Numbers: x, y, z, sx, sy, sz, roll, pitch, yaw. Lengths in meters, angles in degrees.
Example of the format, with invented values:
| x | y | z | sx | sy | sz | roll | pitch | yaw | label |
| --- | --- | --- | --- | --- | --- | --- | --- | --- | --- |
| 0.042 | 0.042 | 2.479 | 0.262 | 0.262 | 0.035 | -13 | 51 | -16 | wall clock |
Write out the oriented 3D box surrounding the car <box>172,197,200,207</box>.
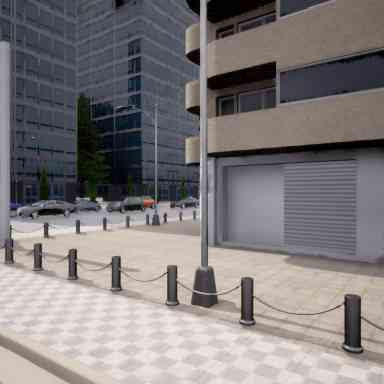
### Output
| x | y | z | sx | sy | sz | roll | pitch | yaw | label |
| --- | --- | --- | --- | --- | --- | --- | --- | --- | --- |
| -0.802 | 1.470 | 50.370 | 1.812 | 1.442 | 4.674 | 0 | 0 | 36 | car |

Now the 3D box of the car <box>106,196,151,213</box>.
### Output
| x | y | z | sx | sy | sz | roll | pitch | yaw | label |
| --- | --- | --- | --- | --- | --- | --- | --- | --- | --- |
| -7.034 | 1.297 | 35.796 | 2.097 | 1.767 | 4.553 | 0 | 0 | 36 | car |

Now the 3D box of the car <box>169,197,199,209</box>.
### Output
| x | y | z | sx | sy | sz | roll | pitch | yaw | label |
| --- | --- | --- | --- | --- | --- | --- | --- | --- | --- |
| -0.962 | 1.449 | 44.194 | 1.837 | 1.490 | 4.892 | 0 | 0 | 36 | car |

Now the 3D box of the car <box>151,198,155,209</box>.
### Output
| x | y | z | sx | sy | sz | roll | pitch | yaw | label |
| --- | --- | --- | --- | --- | --- | --- | --- | --- | --- |
| -6.767 | 1.297 | 42.140 | 2.097 | 1.767 | 4.553 | 0 | 0 | 36 | car |

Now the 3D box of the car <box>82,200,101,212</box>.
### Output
| x | y | z | sx | sy | sz | roll | pitch | yaw | label |
| --- | --- | --- | --- | --- | --- | --- | --- | --- | --- |
| -11.709 | 1.508 | 35.291 | 1.994 | 1.385 | 4.181 | 0 | 0 | 36 | car |

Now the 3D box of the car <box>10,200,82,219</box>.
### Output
| x | y | z | sx | sy | sz | roll | pitch | yaw | label |
| --- | --- | --- | --- | --- | --- | --- | --- | --- | --- |
| -12.376 | 1.436 | 28.394 | 2.128 | 1.511 | 4.902 | 0 | 0 | 36 | car |
